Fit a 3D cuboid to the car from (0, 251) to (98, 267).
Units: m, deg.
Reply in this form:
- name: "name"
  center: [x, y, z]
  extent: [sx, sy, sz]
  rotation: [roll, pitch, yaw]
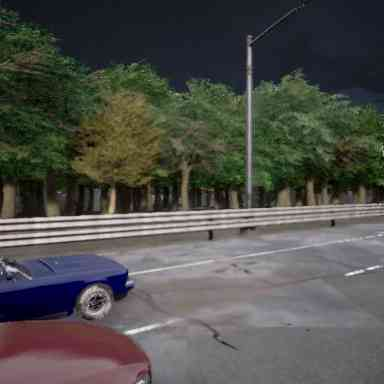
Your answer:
- name: "car"
  center: [-3.428, 1.601, 5.608]
  extent: [4.718, 1.301, 1.895]
  rotation: [0, 0, -36]

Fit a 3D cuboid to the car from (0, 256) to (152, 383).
- name: "car"
  center: [-2.448, 1.526, 2.000]
  extent: [4.674, 1.442, 1.812]
  rotation: [0, 0, -36]
